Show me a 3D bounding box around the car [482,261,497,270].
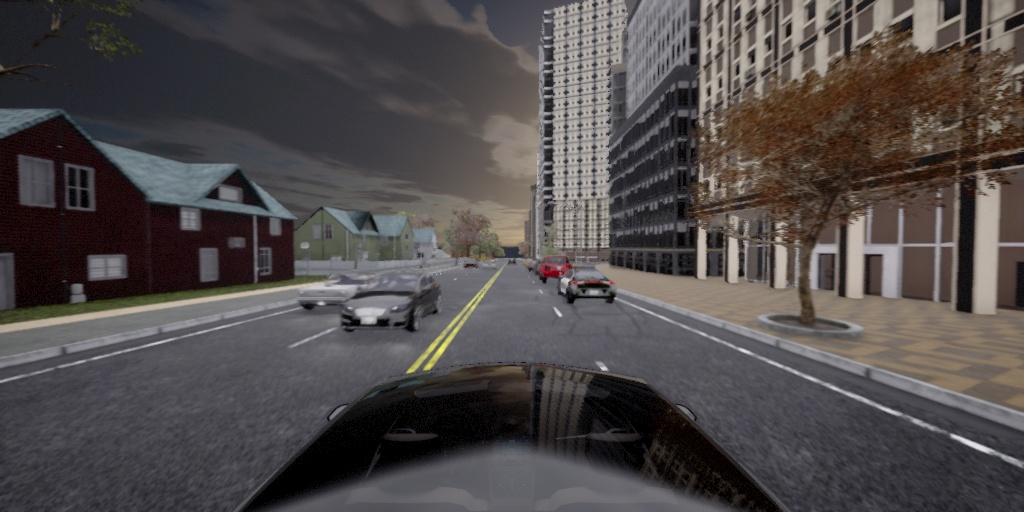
[{"bbox_3d":[-3.280,1.361,52.146,1.895,1.301,4.718,0,0,1],"label":"car"}]

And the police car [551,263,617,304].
[{"bbox_3d":[3.254,1.251,16.602,2.038,1.542,4.974,0,0,0],"label":"police car"}]

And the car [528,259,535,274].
[{"bbox_3d":[3.233,1.296,38.706,2.033,1.411,5.357,0,0,-1],"label":"car"}]

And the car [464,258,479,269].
[{"bbox_3d":[-6.513,1.120,57.770,2.097,1.767,4.553,0,0,0],"label":"car"}]

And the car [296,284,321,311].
[{"bbox_3d":[-6.593,1.347,14.620,1.895,1.301,4.718,0,0,0],"label":"car"}]

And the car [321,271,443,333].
[{"bbox_3d":[-3.342,1.239,10.834,2.128,1.511,4.902,0,0,0],"label":"car"}]

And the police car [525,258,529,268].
[{"bbox_3d":[3.261,1.263,49.614,2.038,1.542,4.974,0,0,0],"label":"police car"}]

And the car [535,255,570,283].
[{"bbox_3d":[3.256,0.966,27.636,2.150,2.045,5.566,0,0,0],"label":"car"}]
